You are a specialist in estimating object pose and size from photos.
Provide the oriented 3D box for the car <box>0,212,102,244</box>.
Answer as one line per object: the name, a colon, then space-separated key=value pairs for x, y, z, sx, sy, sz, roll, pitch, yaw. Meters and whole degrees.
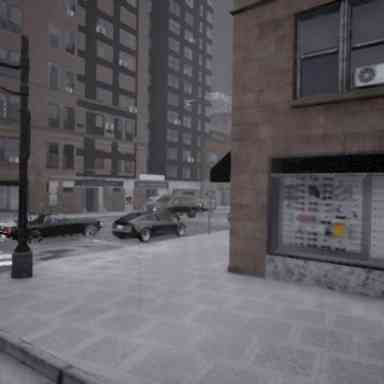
car: x=-6.682 y=1.611 z=15.978 sx=1.895 sy=1.301 sz=4.718 roll=2 pitch=1 yaw=36

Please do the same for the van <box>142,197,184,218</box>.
van: x=-2.607 y=1.341 z=30.870 sx=1.690 sy=1.788 sz=3.998 roll=1 pitch=0 yaw=36

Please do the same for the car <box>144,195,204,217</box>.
car: x=-1.679 y=1.263 z=27.746 sx=2.150 sy=2.045 sz=5.566 roll=2 pitch=1 yaw=36

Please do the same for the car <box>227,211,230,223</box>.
car: x=4.310 y=1.757 z=25.896 sx=1.947 sy=1.339 sz=4.313 roll=1 pitch=0 yaw=36

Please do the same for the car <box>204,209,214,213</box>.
car: x=0.599 y=1.484 z=35.334 sx=1.967 sy=1.590 sz=4.097 roll=1 pitch=0 yaw=36

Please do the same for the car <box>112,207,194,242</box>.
car: x=-2.105 y=1.671 z=16.968 sx=1.947 sy=1.339 sz=4.313 roll=1 pitch=0 yaw=36
